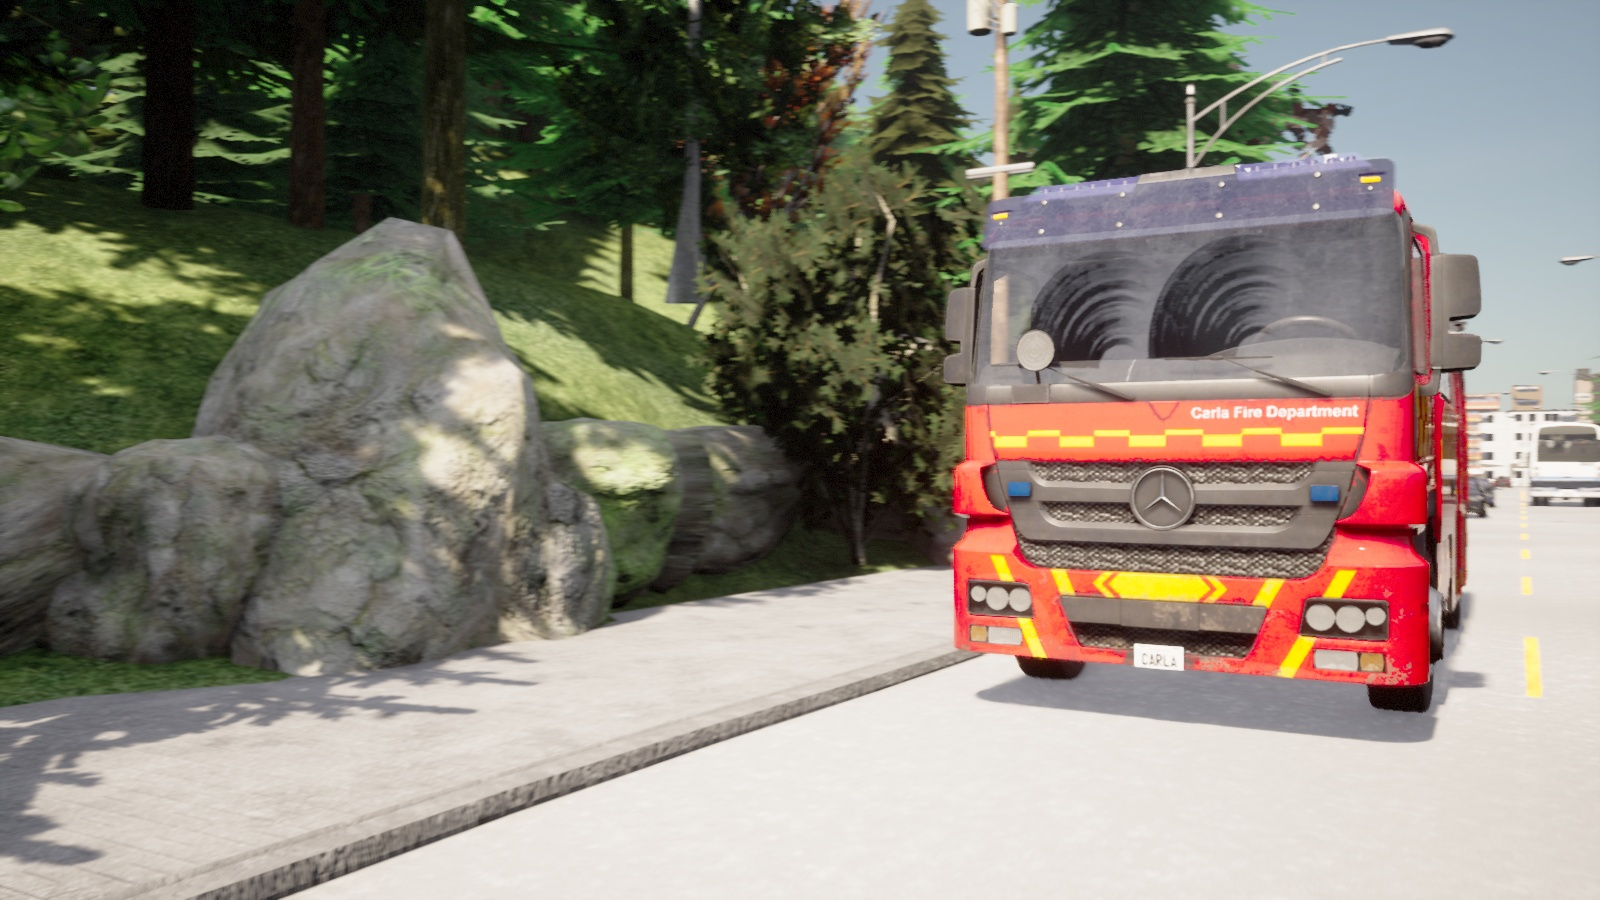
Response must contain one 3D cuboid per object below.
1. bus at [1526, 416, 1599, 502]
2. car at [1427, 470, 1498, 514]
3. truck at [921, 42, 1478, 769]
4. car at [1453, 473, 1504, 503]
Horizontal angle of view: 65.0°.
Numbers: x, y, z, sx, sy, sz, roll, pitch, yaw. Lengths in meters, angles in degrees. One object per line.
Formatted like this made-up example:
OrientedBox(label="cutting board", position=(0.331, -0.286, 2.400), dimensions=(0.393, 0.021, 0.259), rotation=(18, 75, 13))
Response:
OrientedBox(label="bus", position=(41.462, 0.511, 67.687), dimensions=(3.944, 4.253, 10.273), rotation=(-1, -1, 30))
OrientedBox(label="car", position=(24.604, 1.515, 46.568), dimensions=(2.128, 1.511, 4.902), rotation=(-1, -1, 30))
OrientedBox(label="truck", position=(4.145, -0.174, 10.996), dimensions=(2.891, 3.827, 8.468), rotation=(-1, -1, 30))
OrientedBox(label="car", position=(33.462, 1.849, 61.839), dimensions=(2.033, 1.411, 5.357), rotation=(-1, -1, 30))
